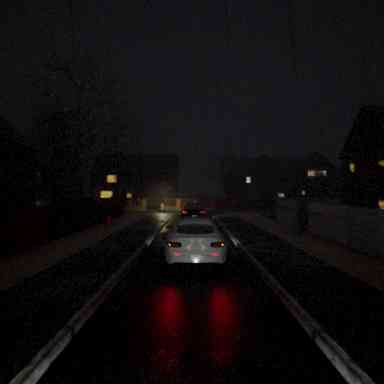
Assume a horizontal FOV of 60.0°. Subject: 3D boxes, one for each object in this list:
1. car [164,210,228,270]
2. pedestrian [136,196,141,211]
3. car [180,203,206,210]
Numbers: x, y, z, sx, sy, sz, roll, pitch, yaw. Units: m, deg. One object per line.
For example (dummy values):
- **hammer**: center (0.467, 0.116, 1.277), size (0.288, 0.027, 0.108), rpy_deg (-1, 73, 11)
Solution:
- **car**: center (0.105, 1.536, 10.979), size (1.812, 1.442, 4.674), rpy_deg (0, 0, 0)
- **pedestrian**: center (-6.702, 1.393, 41.357), size (0.375, 1.860, 0.375), rpy_deg (0, -1, 1)
- **car**: center (0.082, 1.548, 24.902), size (1.812, 1.442, 4.674), rpy_deg (0, 0, -1)
